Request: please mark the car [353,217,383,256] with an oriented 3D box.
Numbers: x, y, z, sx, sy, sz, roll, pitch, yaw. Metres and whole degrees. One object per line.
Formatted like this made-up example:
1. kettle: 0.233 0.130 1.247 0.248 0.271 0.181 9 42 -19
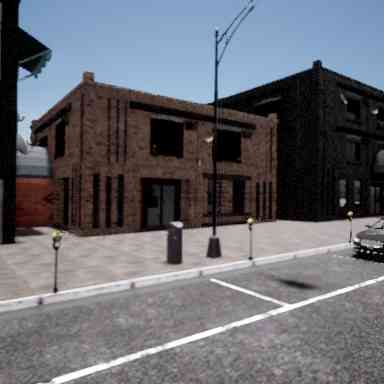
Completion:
1. car: 7.494 1.538 11.891 4.403 1.369 2.008 0 1 -35
